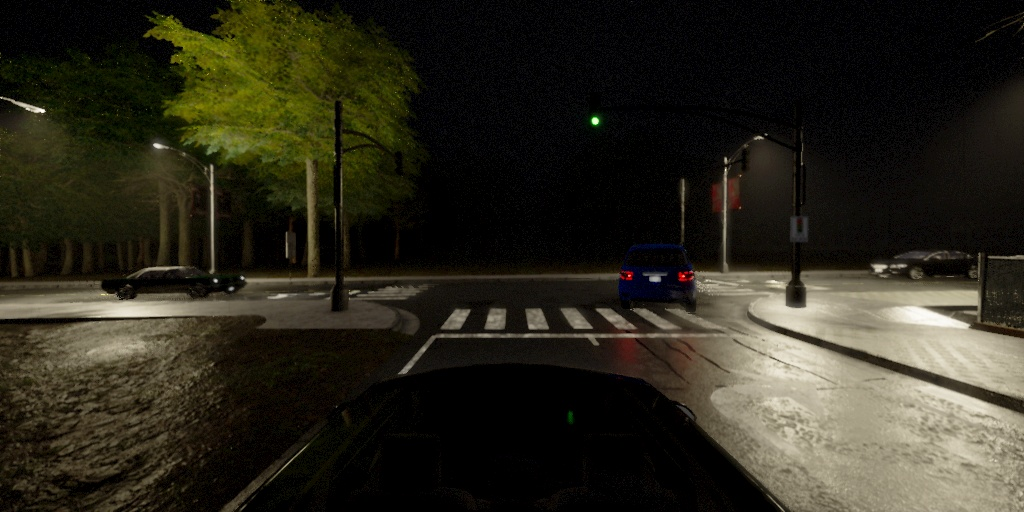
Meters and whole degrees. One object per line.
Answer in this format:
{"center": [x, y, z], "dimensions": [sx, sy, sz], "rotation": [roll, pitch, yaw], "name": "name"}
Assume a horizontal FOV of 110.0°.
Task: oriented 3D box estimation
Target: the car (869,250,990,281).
{"center": [21.450, 0.458, 18.552], "dimensions": [4.902, 1.511, 2.128], "rotation": [-1, 1, 0], "name": "car"}

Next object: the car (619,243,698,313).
{"center": [5.134, 0.577, 12.474], "dimensions": [2.150, 2.045, 5.566], "rotation": [-1, 3, 25], "name": "car"}

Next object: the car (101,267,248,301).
{"center": [-14.111, 1.113, 15.223], "dimensions": [4.718, 1.301, 1.895], "rotation": [-1, 1, 0], "name": "car"}
